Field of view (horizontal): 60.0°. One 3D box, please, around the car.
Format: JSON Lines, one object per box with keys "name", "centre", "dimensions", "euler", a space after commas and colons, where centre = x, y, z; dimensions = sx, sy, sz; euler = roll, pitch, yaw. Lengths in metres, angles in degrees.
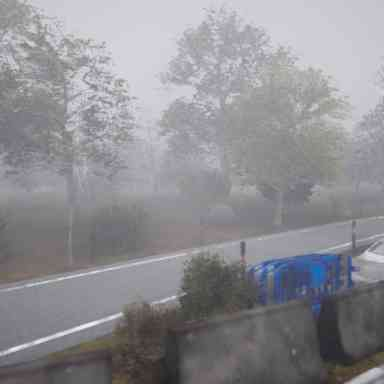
{"name": "car", "centre": [5.322, 1.554, 7.408], "dimensions": [4.674, 1.452, 2.002], "euler": [-2, -1, -34]}
